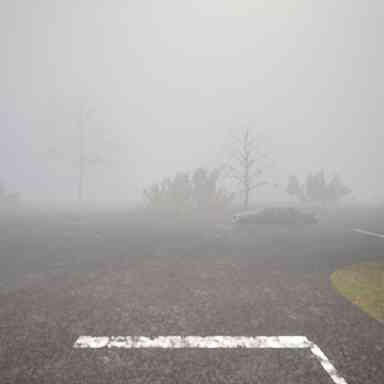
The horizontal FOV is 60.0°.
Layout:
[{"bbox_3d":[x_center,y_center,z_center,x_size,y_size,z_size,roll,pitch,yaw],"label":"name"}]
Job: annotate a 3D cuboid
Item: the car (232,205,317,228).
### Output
[{"bbox_3d":[5.447,1.609,22.113,5.357,1.411,2.033,0,0,-1],"label":"car"}]
